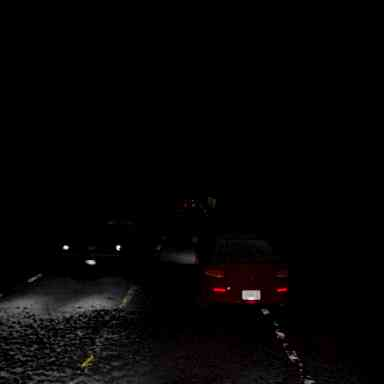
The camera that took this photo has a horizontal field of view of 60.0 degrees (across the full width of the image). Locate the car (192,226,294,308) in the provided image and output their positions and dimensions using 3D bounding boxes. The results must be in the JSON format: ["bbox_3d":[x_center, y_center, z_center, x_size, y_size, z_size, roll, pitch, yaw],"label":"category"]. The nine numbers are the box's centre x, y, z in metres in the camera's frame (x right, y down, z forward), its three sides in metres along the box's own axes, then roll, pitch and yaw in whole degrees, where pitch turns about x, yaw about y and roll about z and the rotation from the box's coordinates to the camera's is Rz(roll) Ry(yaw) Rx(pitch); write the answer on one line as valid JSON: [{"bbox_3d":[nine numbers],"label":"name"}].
[{"bbox_3d":[0.979,1.526,7.764,1.812,1.442,4.674,0,0,0],"label":"car"}]

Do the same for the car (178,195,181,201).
[{"bbox_3d":[-2.547,1.525,82.772,2.033,1.411,5.357,0,0,0],"label":"car"}]

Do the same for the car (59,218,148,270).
[{"bbox_3d":[-2.725,1.601,11.233,1.895,1.301,4.718,0,0,0],"label":"car"}]

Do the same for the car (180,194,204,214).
[{"bbox_3d":[0.157,1.348,34.948,2.097,1.767,4.553,0,0,0],"label":"car"}]
